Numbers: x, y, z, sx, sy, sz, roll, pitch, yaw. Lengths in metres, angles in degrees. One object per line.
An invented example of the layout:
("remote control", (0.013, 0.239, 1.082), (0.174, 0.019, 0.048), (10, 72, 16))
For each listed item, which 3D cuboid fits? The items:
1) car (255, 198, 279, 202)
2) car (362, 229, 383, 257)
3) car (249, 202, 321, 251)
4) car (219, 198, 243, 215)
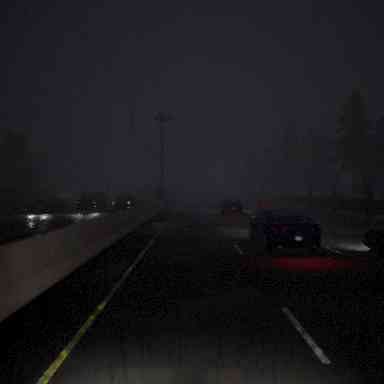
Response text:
("car", (7.102, 1.284, 31.255), (1.882, 1.535, 5.008), (0, 0, 0))
("car", (7.087, 1.488, 9.612), (2.033, 1.411, 5.357), (0, 0, 0))
("car", (3.589, 1.393, 13.628), (1.882, 1.535, 5.008), (0, 0, 0))
("car", (3.602, 1.284, 31.247), (1.882, 1.535, 5.008), (0, 0, 0))
